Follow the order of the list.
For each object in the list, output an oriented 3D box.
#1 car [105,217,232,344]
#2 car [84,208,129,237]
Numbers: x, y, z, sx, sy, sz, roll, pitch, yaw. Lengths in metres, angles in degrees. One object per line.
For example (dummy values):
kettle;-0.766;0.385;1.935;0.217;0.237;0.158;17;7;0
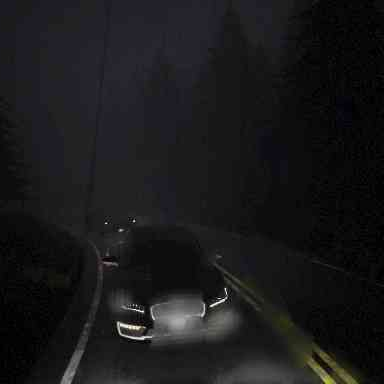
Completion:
car;-0.645;1.495;6.812;1.837;1.490;4.892;-1;0;-11
car;-4.632;1.612;18.546;1.895;1.301;4.718;-3;1;-29
